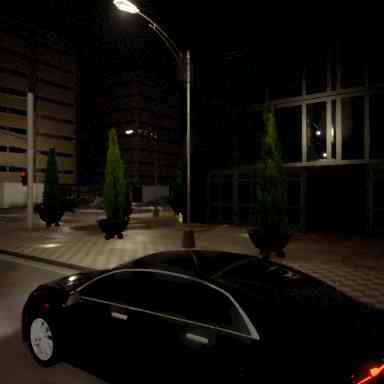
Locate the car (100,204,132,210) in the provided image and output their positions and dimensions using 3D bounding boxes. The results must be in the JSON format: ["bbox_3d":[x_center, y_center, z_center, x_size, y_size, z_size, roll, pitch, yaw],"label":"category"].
[{"bbox_3d":[-9.910,1.581,43.788,1.812,1.442,4.674,0,0,35],"label":"car"}]

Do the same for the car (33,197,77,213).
[{"bbox_3d":[-15.032,1.407,36.538,2.097,1.767,4.553,0,0,35],"label":"car"}]

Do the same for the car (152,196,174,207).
[{"bbox_3d":[-4.144,1.407,51.964,2.097,1.767,4.553,0,0,35],"label":"car"}]

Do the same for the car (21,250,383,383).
[{"bbox_3d":[-0.215,1.505,4.143,4.892,1.490,1.837,0,0,36],"label":"car"}]
